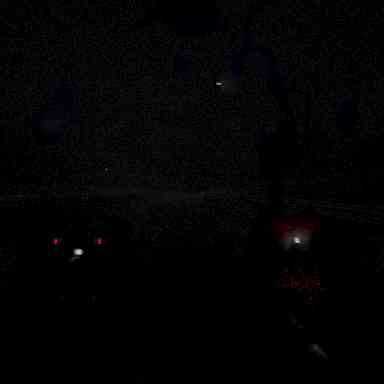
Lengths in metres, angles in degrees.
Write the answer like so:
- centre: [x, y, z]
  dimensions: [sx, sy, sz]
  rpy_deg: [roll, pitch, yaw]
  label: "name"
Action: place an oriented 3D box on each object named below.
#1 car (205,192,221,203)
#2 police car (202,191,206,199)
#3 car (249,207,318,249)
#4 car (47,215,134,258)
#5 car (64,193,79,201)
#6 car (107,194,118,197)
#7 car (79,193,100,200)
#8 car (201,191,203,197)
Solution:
- centre: [3.491, 1.051, 51.999]
  dimensions: [1.994, 1.385, 4.181]
  rpy_deg: [0, 1, 0]
  label: "car"
- centre: [3.490, 0.882, 63.004]
  dimensions: [2.038, 1.542, 4.974]
  rpy_deg: [0, 0, 0]
  label: "police car"
- centre: [3.598, 1.372, 13.738]
  dimensions: [1.837, 1.490, 4.892]
  rpy_deg: [0, 1, 0]
  label: "car"
- centre: [-3.402, 1.483, 12.193]
  dimensions: [1.895, 1.301, 4.718]
  rpy_deg: [0, 1, 0]
  label: "car"
- centre: [-21.034, 0.895, 59.207]
  dimensions: [1.882, 1.535, 5.008]
  rpy_deg: [0, 1, 0]
  label: "car"
- centre: [-14.035, 1.025, 58.392]
  dimensions: [1.895, 1.301, 4.718]
  rpy_deg: [0, 1, 1]
  label: "car"
- centre: [-17.540, 0.917, 58.445]
  dimensions: [2.128, 1.511, 4.902]
  rpy_deg: [0, 1, 1]
  label: "car"
- centre: [3.488, 0.774, 74.009]
  dimensions: [1.837, 1.490, 4.892]
  rpy_deg: [0, 1, 0]
  label: "car"
